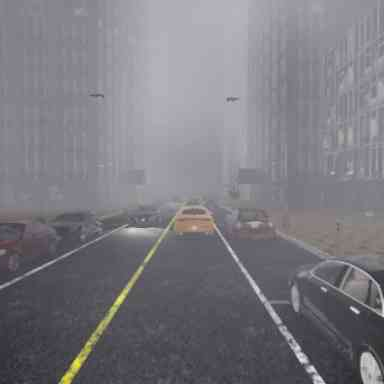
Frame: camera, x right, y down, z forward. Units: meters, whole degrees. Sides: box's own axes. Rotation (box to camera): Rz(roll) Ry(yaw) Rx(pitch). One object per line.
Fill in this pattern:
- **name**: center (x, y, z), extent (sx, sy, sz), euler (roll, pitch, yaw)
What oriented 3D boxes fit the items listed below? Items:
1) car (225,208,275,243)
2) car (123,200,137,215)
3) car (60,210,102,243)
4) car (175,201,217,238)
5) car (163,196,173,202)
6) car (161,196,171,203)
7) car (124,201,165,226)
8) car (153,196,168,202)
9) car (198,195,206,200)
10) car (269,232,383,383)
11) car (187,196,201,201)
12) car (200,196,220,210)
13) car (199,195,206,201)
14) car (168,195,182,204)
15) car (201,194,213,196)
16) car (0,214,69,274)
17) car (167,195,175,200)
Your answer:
- **car**: center (2.675, 1.451, 16.084), extent (1.967, 1.590, 4.097), euler (-1, 0, 0)
- **car**: center (-5.690, 1.536, 32.996), extent (1.752, 1.417, 4.829), euler (-1, 0, 0)
- **car**: center (-5.670, 1.576, 16.143), extent (1.947, 1.339, 4.313), euler (-1, 0, 0)
- **car**: center (0.099, 1.488, 17.814), extent (1.882, 1.535, 5.008), euler (0, 0, 0)
- **car**: center (-5.708, 1.550, 78.560), extent (1.947, 1.339, 4.313), euler (-1, 0, 0)
- **car**: center (-5.707, 1.558, 72.885), extent (1.947, 1.339, 4.313), euler (-1, 0, 0)
- **car**: center (-3.099, 1.575, 23.001), extent (1.994, 1.385, 4.181), euler (0, 0, 0)
- **car**: center (-5.707, 1.557, 55.862), extent (2.008, 1.369, 4.403), euler (-1, 0, 0)
- **car**: center (2.671, 1.493, 90.024), extent (1.752, 1.417, 4.829), euler (-1, 0, 0)
- **car**: center (2.678, 1.555, 4.735), extent (2.008, 1.369, 4.403), euler (-1, 0, 0)
- **car**: center (0.096, 1.515, 43.078), extent (1.837, 1.490, 4.892), euler (0, 0, 0)
- **car**: center (2.348, 1.536, 42.239), extent (1.812, 1.442, 4.674), euler (0, 0, 0)
- **car**: center (2.671, 1.502, 84.350), extent (1.752, 1.417, 4.829), euler (-1, 0, 0)
- **car**: center (-3.018, 1.527, 64.449), extent (1.837, 1.490, 4.892), euler (0, 0, 0)
- **car**: center (2.670, 1.322, 55.805), extent (2.192, 1.841, 5.009), euler (-1, 0, 0)
- **car**: center (-5.670, 1.589, 10.470), extent (1.802, 1.307, 4.206), euler (-1, 0, 0)
- **car**: center (-5.709, 1.493, 89.738), extent (1.752, 1.417, 4.829), euler (-1, 0, 0)
